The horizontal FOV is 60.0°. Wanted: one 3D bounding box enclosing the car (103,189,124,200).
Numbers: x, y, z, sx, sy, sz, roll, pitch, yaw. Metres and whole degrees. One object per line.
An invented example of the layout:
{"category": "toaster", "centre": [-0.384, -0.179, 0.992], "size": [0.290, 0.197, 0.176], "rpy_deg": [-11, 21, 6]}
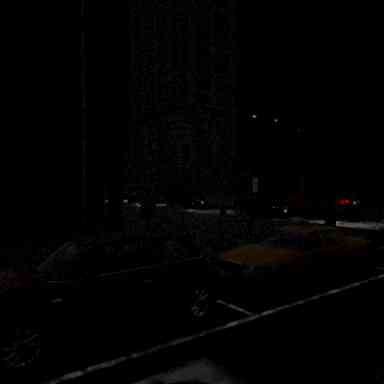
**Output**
{"category": "car", "centre": [-12.240, 0.517, 49.512], "size": [1.994, 1.385, 4.181], "rpy_deg": [-1, 1, -35]}

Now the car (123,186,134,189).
{"category": "car", "centre": [-10.946, 0.107, 53.114], "size": [2.150, 2.045, 5.566], "rpy_deg": [-1, 1, -36]}

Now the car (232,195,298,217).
{"category": "car", "centre": [5.106, 1.012, 25.226], "size": [2.128, 1.511, 4.902], "rpy_deg": [-1, 1, -36]}

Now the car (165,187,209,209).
{"category": "car", "centre": [-0.632, 0.551, 33.229], "size": [2.150, 2.045, 5.566], "rpy_deg": [-1, 1, -35]}

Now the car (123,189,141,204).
{"category": "car", "centre": [-6.430, 0.666, 41.340], "size": [1.812, 1.442, 4.674], "rpy_deg": [-1, 1, -36]}

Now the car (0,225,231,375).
{"category": "car", "centre": [-1.600, 1.425, 5.508], "size": [4.097, 1.590, 1.967], "rpy_deg": [-1, 0, -36]}

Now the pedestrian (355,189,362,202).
{"category": "pedestrian", "centre": [12.597, 0.688, 25.471], "size": [0.375, 1.860, 0.375], "rpy_deg": [1, 0, -36]}

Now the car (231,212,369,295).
{"category": "car", "centre": [2.704, 1.466, 8.579], "size": [4.829, 1.417, 1.752], "rpy_deg": [-1, 0, -36]}

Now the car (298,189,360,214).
{"category": "car", "centre": [9.477, 0.770, 24.740], "size": [2.150, 2.045, 5.566], "rpy_deg": [0, 1, -36]}
